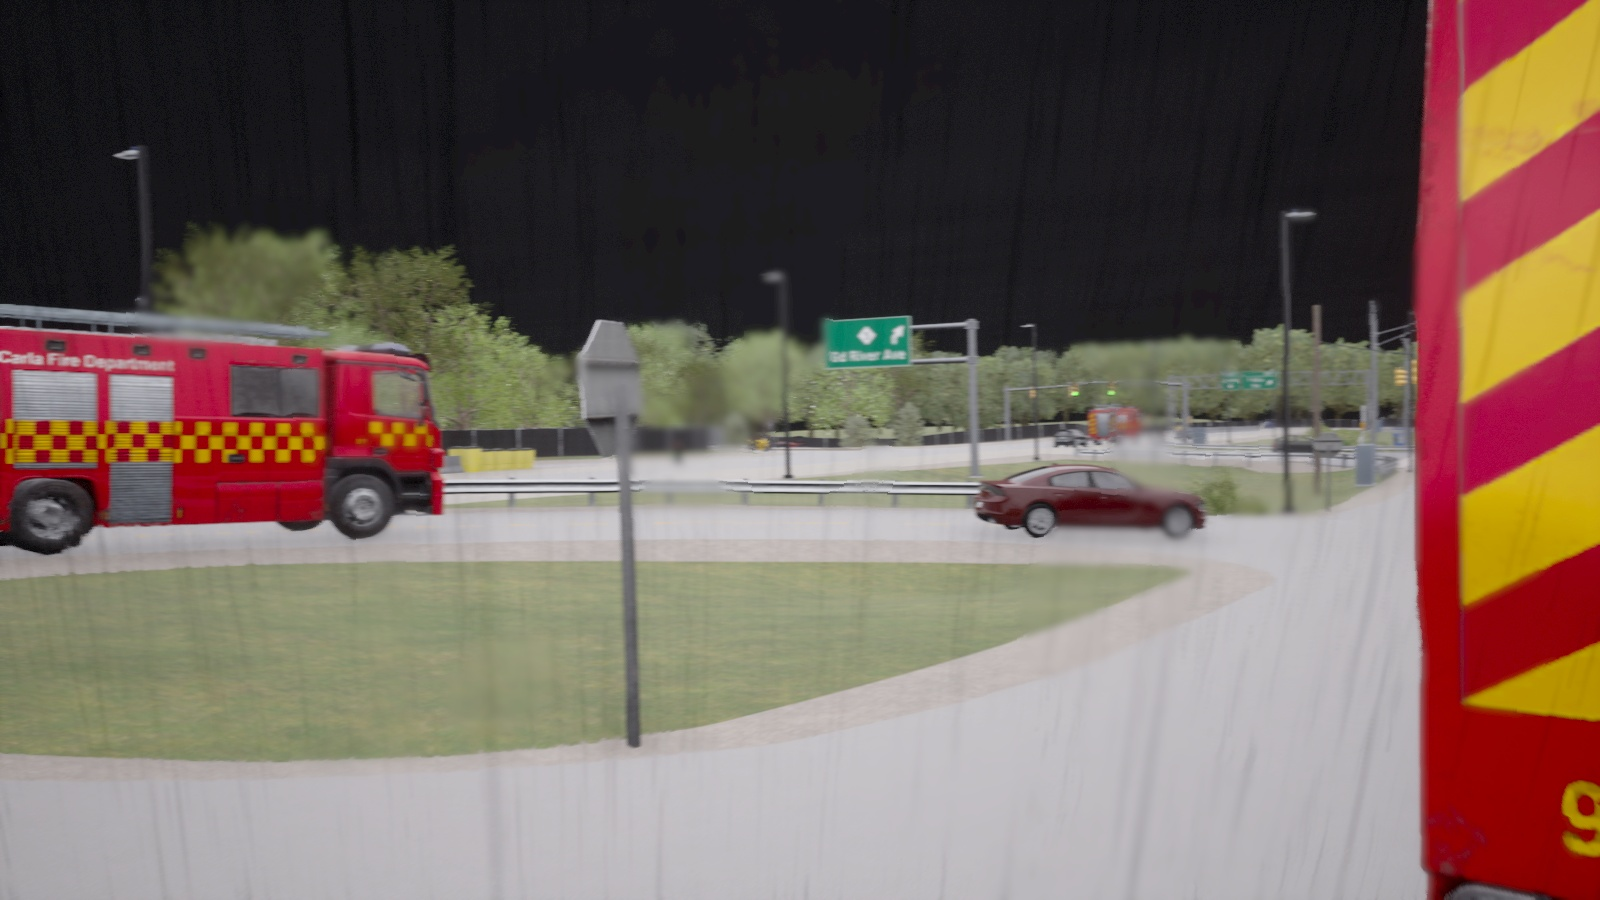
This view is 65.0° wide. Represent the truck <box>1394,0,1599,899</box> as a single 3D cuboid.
[{"bbox_3d":[5.192,-0.239,4.775,2.891,3.827,8.468,-1,-2,43],"label":"truck"}]

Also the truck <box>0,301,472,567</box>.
[{"bbox_3d":[-10.167,-0.255,21.706,2.891,3.827,8.468,1,1,43],"label":"truck"}]

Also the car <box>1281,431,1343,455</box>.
[{"bbox_3d":[34.693,-0.485,85.157,3.705,1.549,1.789,-1,2,28],"label":"car"}]

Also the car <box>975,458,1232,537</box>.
[{"bbox_3d":[6.493,1.003,27.127,5.008,1.535,1.882,1,2,-8],"label":"car"}]
